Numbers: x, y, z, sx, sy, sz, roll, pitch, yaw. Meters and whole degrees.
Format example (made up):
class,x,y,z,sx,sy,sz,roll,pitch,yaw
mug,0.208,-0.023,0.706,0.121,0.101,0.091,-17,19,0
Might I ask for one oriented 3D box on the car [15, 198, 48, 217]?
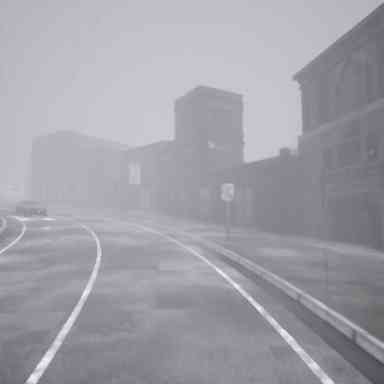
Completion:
class,x,y,z,sx,sy,sz,roll,pitch,yaw
car,-14.235,1.366,29.457,1.837,1.490,4.892,4,-1,-39
